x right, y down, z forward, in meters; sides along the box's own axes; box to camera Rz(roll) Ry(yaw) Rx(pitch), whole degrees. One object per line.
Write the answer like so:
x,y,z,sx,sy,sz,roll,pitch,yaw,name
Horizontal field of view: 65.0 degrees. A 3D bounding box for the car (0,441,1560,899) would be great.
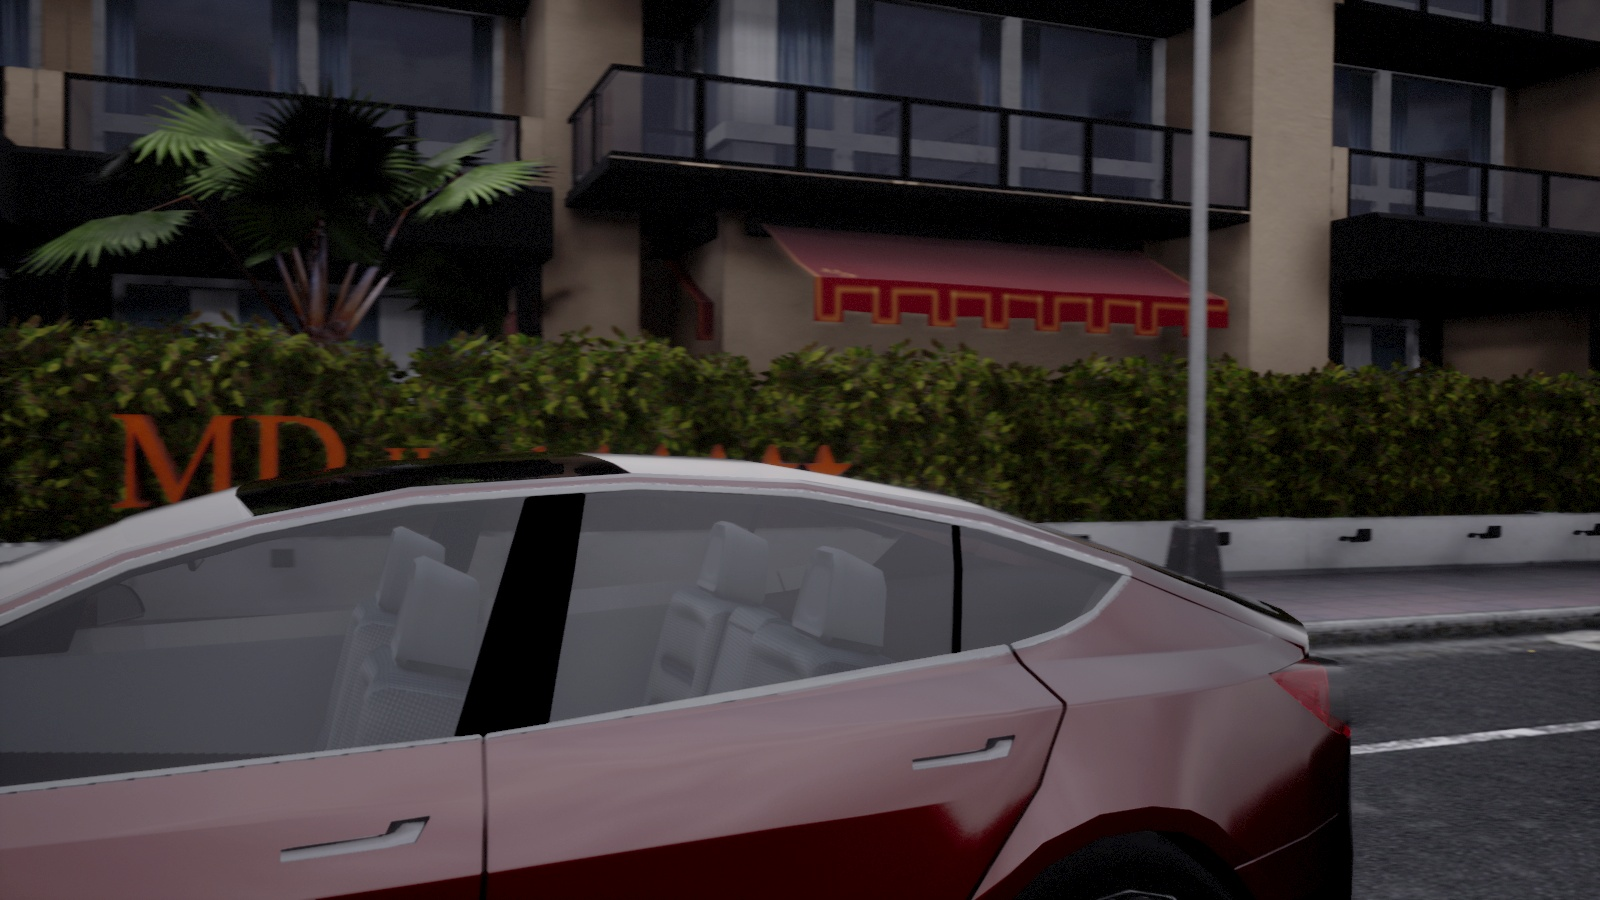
-0.988,0.762,2.864,4.792,1.488,2.163,-1,1,-21,car
